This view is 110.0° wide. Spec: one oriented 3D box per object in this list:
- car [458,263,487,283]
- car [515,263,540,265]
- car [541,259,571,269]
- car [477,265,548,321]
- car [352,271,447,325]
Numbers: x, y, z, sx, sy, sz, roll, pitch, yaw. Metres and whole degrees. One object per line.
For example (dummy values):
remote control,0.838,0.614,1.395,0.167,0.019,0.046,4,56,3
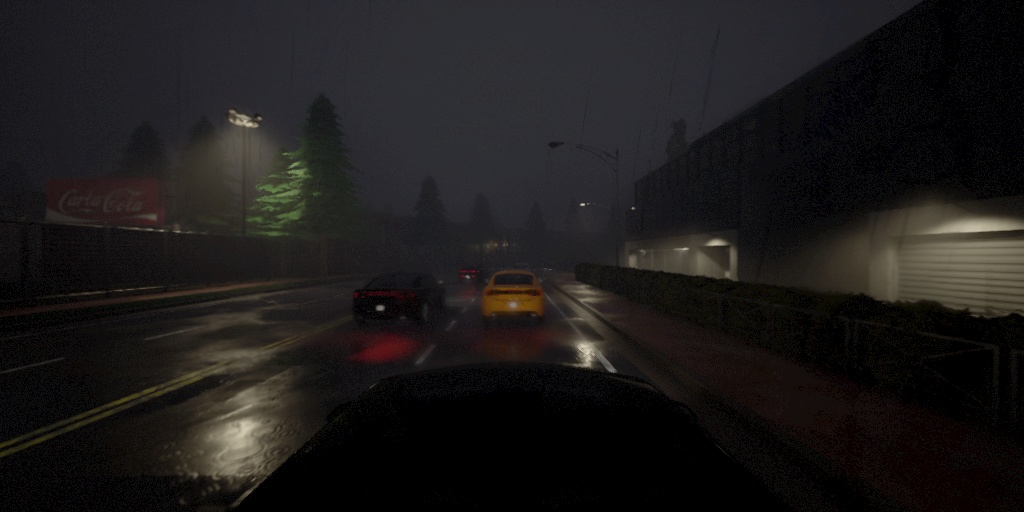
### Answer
car,-2.785,1.252,27.896,1.837,1.490,4.892,0,0,8
car,0.887,1.271,28.783,1.812,1.442,4.674,0,0,9
car,7.135,1.245,55.346,4.892,1.490,1.837,0,0,-44
car,0.070,1.226,12.416,1.882,1.535,5.008,0,0,0
car,-3.434,1.226,11.862,1.882,1.535,5.008,0,0,0
